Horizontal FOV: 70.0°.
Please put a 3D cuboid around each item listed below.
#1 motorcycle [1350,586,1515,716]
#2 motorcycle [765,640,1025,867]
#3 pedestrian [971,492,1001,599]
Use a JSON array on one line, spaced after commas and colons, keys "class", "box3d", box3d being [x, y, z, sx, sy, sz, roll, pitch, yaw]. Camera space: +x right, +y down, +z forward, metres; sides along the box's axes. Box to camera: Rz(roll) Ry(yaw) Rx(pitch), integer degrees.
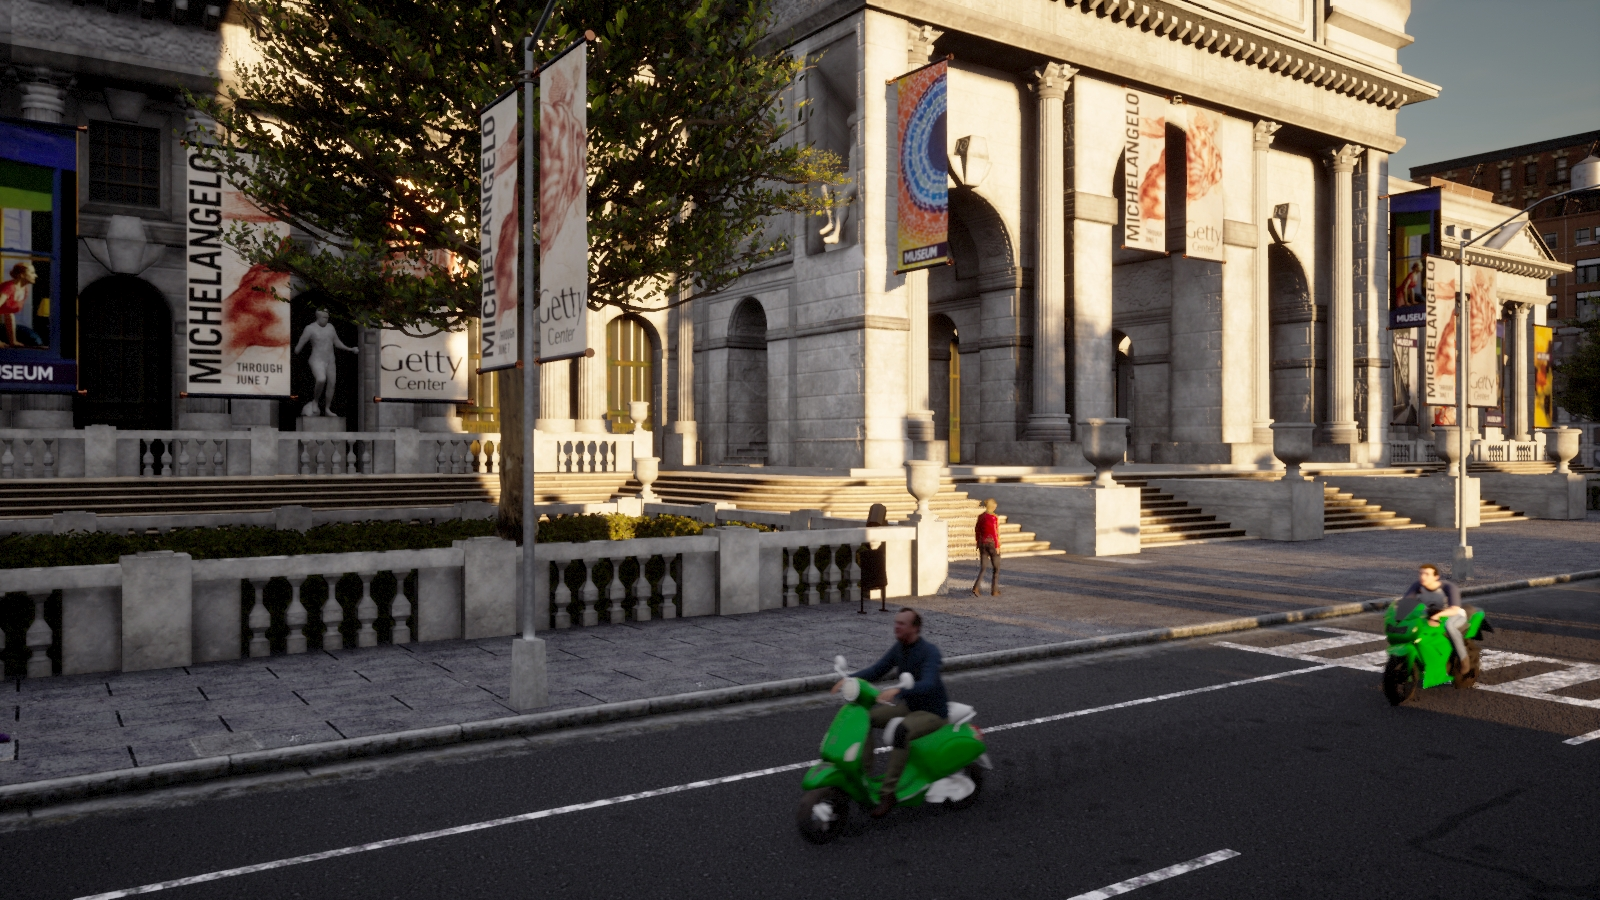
[{"class": "motorcycle", "box3d": [7.148, 2.213, 12.876, 2.033, 1.145, 0.803, 0, 0, -34]}, {"class": "motorcycle", "box3d": [0.726, 2.182, 8.531, 1.805, 1.236, 0.856, 0, 0, -35]}, {"class": "pedestrian", "box3d": [3.305, 1.696, 20.345, 0.375, 1.860, 0.375, 0, 0, -44]}]
